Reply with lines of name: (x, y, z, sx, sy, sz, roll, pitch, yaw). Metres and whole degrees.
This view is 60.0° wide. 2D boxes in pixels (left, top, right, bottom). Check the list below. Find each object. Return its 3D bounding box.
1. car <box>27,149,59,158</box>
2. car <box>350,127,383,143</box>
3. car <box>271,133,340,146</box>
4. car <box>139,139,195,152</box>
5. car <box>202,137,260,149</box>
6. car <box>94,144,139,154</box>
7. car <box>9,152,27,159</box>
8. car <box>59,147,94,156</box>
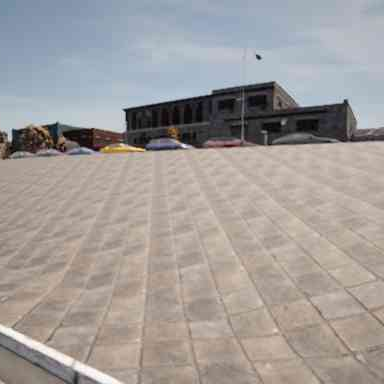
car: (-15.991, -4.081, 37.831, 4.892, 1.521, 2.231, 1, 1, 34)
car: (12.809, -3.359, 21.193, 4.892, 1.521, 2.231, 1, 1, 27)
car: (7.977, -3.439, 23.651, 4.674, 1.452, 2.002, 1, 1, 28)
car: (-1.878, -3.849, 29.058, 4.553, 1.767, 2.185, 1, 1, 31)
car: (3.114, -3.569, 26.258, 4.792, 1.488, 2.163, 1, 1, 29)
car: (-6.632, -3.844, 31.874, 5.008, 1.535, 2.097, 1, 1, 32)
car: (-20.557, -4.179, 40.931, 4.892, 1.521, 2.231, 1, 1, 34)
car: (-11.344, -3.925, 34.803, 4.674, 1.452, 2.002, 1, 1, 33)
